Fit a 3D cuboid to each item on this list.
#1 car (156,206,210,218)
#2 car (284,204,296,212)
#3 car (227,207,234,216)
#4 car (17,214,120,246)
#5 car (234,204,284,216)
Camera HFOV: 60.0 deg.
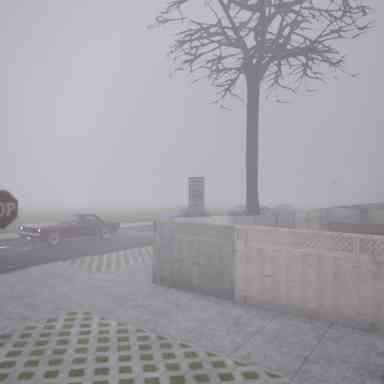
[{"bbox_3d":[-0.571,1.763,24.025,1.882,1.535,5.008,0,-1,35],"label":"car"},{"bbox_3d":[11.200,2.134,40.692,1.994,1.385,4.181,0,-1,35],"label":"car"},{"bbox_3d":[5.221,1.904,32.239,1.882,1.535,5.008,0,-1,35],"label":"car"},{"bbox_3d":[-5.914,1.756,16.429,1.895,1.301,4.718,0,-1,35],"label":"car"},{"bbox_3d":[5.738,1.898,27.885,1.837,1.490,4.892,0,-1,35],"label":"car"}]
